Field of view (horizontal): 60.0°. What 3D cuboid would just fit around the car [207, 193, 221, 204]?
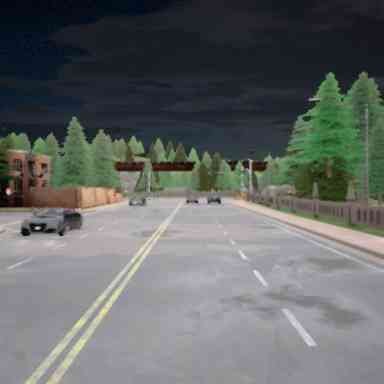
[{"bbox_3d":[3.565,1.015,54.122,2.097,1.767,4.553,0,0,0],"label":"car"}]

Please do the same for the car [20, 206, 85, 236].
[{"bbox_3d":[-7.111,1.456,17.327,1.994,1.385,4.181,0,0,0],"label":"car"}]

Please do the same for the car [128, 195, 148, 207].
[{"bbox_3d":[-7.132,1.218,44.042,2.128,1.511,4.902,0,0,0],"label":"car"}]

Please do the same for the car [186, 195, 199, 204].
[{"bbox_3d":[0.064,1.223,54.778,1.994,1.385,4.181,0,0,0],"label":"car"}]
